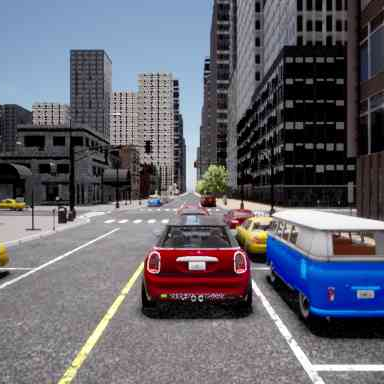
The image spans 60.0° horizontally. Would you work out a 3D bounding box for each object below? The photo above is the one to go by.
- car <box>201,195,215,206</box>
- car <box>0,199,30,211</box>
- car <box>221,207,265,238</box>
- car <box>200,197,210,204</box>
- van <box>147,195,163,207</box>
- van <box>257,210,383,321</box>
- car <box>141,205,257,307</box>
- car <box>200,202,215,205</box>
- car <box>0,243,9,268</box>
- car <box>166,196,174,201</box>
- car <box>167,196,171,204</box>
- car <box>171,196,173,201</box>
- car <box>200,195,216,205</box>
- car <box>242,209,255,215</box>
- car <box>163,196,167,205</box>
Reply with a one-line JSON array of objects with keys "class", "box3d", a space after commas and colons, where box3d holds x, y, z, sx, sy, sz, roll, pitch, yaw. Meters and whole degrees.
[{"class": "car", "box3d": [2.612, 1.380, 56.227, 2.192, 1.841, 5.009, 0, 0, 0]}, {"class": "car", "box3d": [-21.460, 1.469, 38.500, 4.829, 1.417, 1.752, 0, 0, 0]}, {"class": "car", "box3d": [2.663, 1.587, 18.315, 1.802, 1.307, 4.206, 0, 0, 0]}, {"class": "car", "box3d": [2.599, 1.655, 67.275, 1.947, 1.339, 4.313, 0, 0, 0]}, {"class": "van", "box3d": [-5.760, 1.395, 50.690, 1.690, 1.788, 3.998, 0, 0, 0]}, {"class": "van", "box3d": [2.678, 1.341, 6.988, 1.690, 1.788, 3.998, 0, 0, 0]}, {"class": "car", "box3d": [0.088, 1.352, 8.127, 2.097, 1.767, 4.553, 0, 0, 0]}, {"class": "car", "box3d": [0.077, 1.482, 17.334, 1.882, 1.535, 5.008, 0, 0, 0]}, {"class": "car", "box3d": [-5.701, 1.525, 6.807, 1.752, 1.417, 4.829, 0, 0, 0]}, {"class": "car", "box3d": [-5.811, 1.673, 89.187, 1.752, 1.417, 4.829, 0, 0, 0]}, {"class": "car", "box3d": [-5.782, 1.529, 67.262, 1.967, 1.590, 4.097, 0, 0, 0]}, {"class": "car", "box3d": [-5.789, 1.654, 72.785, 2.008, 1.369, 4.403, 0, 0, 0]}, {"class": "car", "box3d": [2.619, 1.369, 50.703, 2.192, 1.841, 5.009, 0, 0, 0]}, {"class": "car", "box3d": [2.670, 1.527, 12.822, 1.752, 1.417, 4.829, 0, 0, 0]}, {"class": "car", "box3d": [-5.767, 1.505, 56.213, 1.967, 1.590, 4.097, 0, 0, 0]}]
